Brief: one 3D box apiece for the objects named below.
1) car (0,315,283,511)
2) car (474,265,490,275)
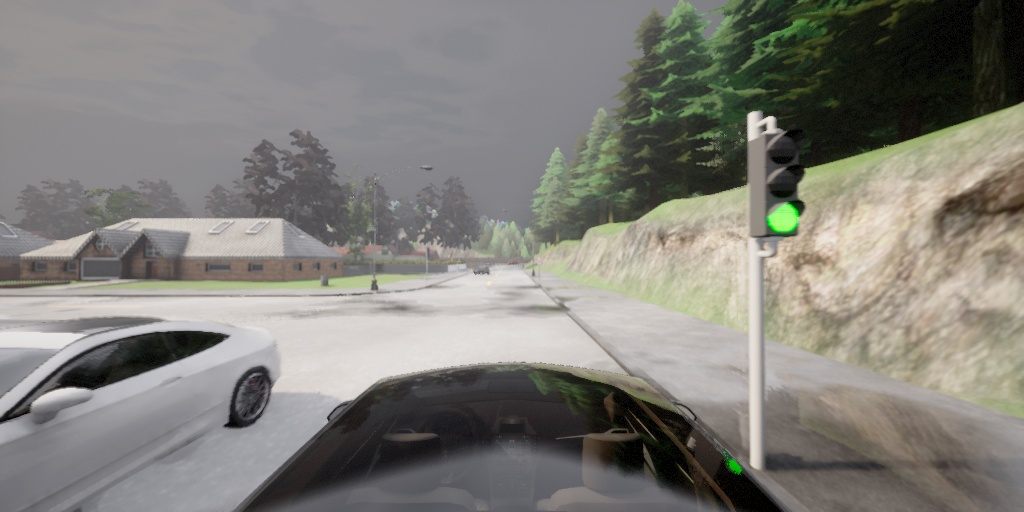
[{"bbox_3d":[-3.999,1.326,3.021,1.812,1.442,4.674,0,-1,0],"label":"car"},{"bbox_3d":[-4.027,1.937,48.597,1.994,1.385,4.181,0,0,0],"label":"car"}]
